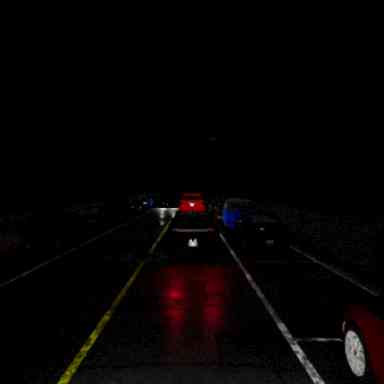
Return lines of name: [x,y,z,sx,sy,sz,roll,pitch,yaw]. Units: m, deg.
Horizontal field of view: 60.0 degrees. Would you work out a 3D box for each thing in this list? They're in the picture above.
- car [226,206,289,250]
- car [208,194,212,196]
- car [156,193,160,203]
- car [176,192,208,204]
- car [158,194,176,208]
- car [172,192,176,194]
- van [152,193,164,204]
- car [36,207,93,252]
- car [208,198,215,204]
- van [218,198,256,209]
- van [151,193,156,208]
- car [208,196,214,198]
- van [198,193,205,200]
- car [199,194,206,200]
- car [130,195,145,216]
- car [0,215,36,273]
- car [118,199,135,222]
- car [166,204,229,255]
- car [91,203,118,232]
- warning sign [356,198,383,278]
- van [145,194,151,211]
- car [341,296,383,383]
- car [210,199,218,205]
car: [2.723,1.499,13.767,2.008,1.369,4.403,0,0,0]
car: [2.632,1.386,47.584,1.887,1.381,4.507,0,0,0]
car: [-5.909,1.141,53.182,2.192,1.841,5.009,0,0,0]
car: [0.008,1.117,29.008,2.150,2.045,5.566,0,0,0]
car: [-3.210,1.353,45.512,1.837,1.490,4.892,0,0,0]
car: [-6.000,1.312,87.002,1.947,1.339,4.313,0,0,0]
van: [-5.924,1.152,58.818,1.690,1.788,3.998,0,0,0]
car: [-5.802,1.514,13.727,1.947,1.339,4.313,0,0,0]
car: [2.677,1.473,30.676,1.802,1.307,4.206,0,0,0]
van: [2.708,1.269,19.403,1.690,1.788,3.998,0,0,0]
van: [-5.879,1.199,41.909,1.690,1.788,3.998,0,0,0]
car: [2.662,1.425,36.312,2.008,1.369,4.403,0,0,0]
van: [2.524,1.087,87.037,1.690,1.788,3.998,0,0,0]
car: [2.539,1.283,81.572,1.752,1.417,4.829,0,0,0]
car: [-5.848,1.332,30.637,1.967,1.590,4.097,0,0,0]
car: [-5.786,1.495,7.921,1.752,1.417,4.829,0,0,0]
car: [-5.832,1.475,25.001,1.947,1.339,4.313,0,0,0]
car: [0.042,1.440,13.012,2.128,1.511,4.902,0,0,0]
car: [-5.817,1.510,19.364,1.802,1.307,4.206,0,0,0]
warning sign: [5.046,1.083,8.355,1.300,1.860,1.060,0,0,0]
van: [-5.863,1.215,36.273,1.690,1.788,3.998,0,0,0]
car: [2.754,1.535,2.495,1.887,1.381,4.507,0,0,0]
car: [2.693,1.460,25.040,2.008,1.369,4.403,0,0,0]
